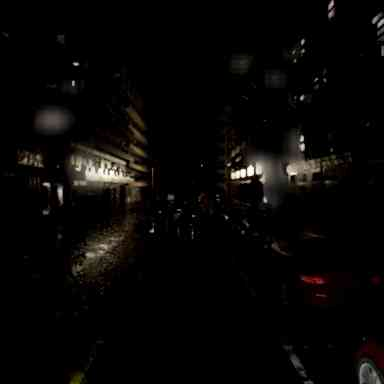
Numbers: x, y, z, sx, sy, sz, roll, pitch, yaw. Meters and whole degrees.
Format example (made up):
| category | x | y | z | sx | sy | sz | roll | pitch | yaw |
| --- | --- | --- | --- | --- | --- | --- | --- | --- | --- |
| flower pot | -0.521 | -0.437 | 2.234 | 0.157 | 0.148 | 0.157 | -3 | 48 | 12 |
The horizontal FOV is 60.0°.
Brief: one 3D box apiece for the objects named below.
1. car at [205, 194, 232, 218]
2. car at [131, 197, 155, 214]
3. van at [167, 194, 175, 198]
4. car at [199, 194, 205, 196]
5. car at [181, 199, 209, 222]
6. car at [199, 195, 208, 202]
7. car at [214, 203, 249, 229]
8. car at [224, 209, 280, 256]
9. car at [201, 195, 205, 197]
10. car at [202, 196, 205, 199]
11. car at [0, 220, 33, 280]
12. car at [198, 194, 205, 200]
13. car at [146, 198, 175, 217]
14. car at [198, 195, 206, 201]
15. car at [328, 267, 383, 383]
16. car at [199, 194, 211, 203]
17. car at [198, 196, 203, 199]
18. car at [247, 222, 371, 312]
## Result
| category | x | y | z | sx | sy | sz | roll | pitch | yaw |
| --- | --- | --- | --- | --- | --- | --- | --- | --- | --- |
| car | 2.558 | 1.296 | 29.609 | 2.192 | 1.841 | 5.009 | -1 | 0 | 0 |
| car | -5.318 | 1.503 | 34.968 | 1.752 | 1.417 | 4.829 | -1 | 0 | 0 |
| van | -5.311 | 1.279 | 85.081 | 1.690 | 1.788 | 3.998 | -1 | 0 | 0 |
| car | 2.564 | 1.272 | 62.902 | 2.192 | 1.841 | 5.009 | -1 | 0 | 0 |
| car | 0.105 | 1.510 | 25.722 | 1.812 | 1.442 | 4.674 | 0 | 0 | 0 |
| car | 2.568 | 1.388 | 74.001 | 1.967 | 1.590 | 4.097 | -1 | 0 | 0 |
| car | 2.559 | 1.539 | 18.511 | 2.008 | 1.369 | 4.403 | -1 | 0 | 0 |
| car | 2.558 | 1.558 | 12.962 | 1.947 | 1.339 | 4.313 | -1 | 0 | 0 |
| car | 2.566 | 1.548 | 51.805 | 1.802 | 1.307 | 4.206 | -1 | 0 | 0 |
| car | 2.563 | 1.499 | 40.877 | 1.752 | 1.417 | 4.829 | -1 | 0 | 0 |
| car | -5.324 | 1.436 | 7.393 | 1.967 | 1.590 | 4.097 | -1 | 0 | 0 |
| car | 2.571 | 1.373 | 90.648 | 1.967 | 1.590 | 4.097 | -1 | 0 | 0 |
| car | -2.755 | 1.545 | 30.936 | 1.994 | 1.385 | 4.181 | 0 | 0 | 0 |
| car | 2.571 | 1.463 | 85.269 | 1.752 | 1.417 | 4.829 | -1 | 0 | 0 |
| car | 2.556 | 1.581 | 1.864 | 1.802 | 1.307 | 4.206 | -1 | 0 | 0 |
| car | 2.566 | 1.267 | 68.451 | 2.192 | 1.841 | 5.009 | -1 | 0 | 0 |
| car | 0.108 | 1.573 | 43.167 | 1.895 | 1.301 | 4.718 | 0 | 0 | 0 |
| car | 2.558 | 1.578 | 7.413 | 1.802 | 1.307 | 4.206 | -1 | 0 | 0 |
